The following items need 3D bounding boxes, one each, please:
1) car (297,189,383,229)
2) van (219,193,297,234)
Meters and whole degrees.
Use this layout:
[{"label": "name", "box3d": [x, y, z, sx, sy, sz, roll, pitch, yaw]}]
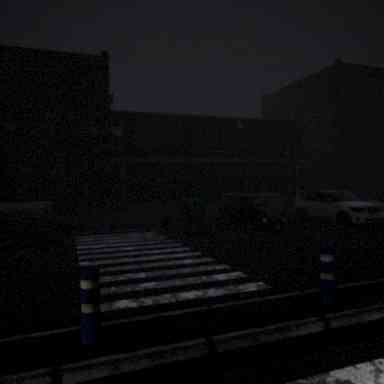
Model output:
[{"label": "car", "box3d": [8.191, 0.889, 19.280, 2.435, 2.045, 5.566, -1, 1, -21]}, {"label": "van", "box3d": [3.083, 1.020, 17.211, 1.878, 1.987, 4.442, -1, 1, -21]}]
